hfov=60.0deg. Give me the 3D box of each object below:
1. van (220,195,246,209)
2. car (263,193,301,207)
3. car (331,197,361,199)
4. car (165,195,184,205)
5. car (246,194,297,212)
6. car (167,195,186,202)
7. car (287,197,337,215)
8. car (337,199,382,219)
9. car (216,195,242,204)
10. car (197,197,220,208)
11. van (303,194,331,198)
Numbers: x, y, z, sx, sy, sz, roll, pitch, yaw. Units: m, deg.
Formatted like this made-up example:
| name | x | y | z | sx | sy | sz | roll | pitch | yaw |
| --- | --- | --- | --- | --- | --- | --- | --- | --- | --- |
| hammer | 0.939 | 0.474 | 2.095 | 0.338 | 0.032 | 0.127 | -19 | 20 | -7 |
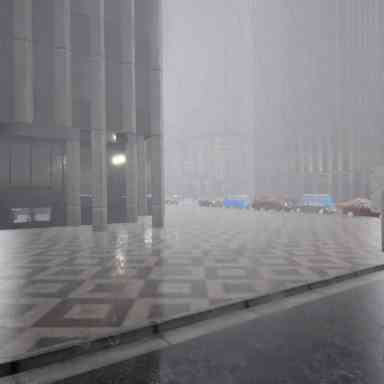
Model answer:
| name | x | y | z | sx | sy | sz | roll | pitch | yaw |
| --- | --- | --- | --- | --- | --- | --- | --- | --- | --- |
| van | 5.798 | 1.295 | 42.351 | 1.690 | 1.788 | 3.998 | -1 | 1 | -36 |
| car | 12.742 | 1.131 | 47.305 | 2.192 | 1.841 | 5.009 | -1 | 1 | -36 |
| car | 19.076 | 1.385 | 38.461 | 1.752 | 1.417 | 4.829 | -1 | 1 | -36 |
| car | -3.852 | 1.439 | 55.828 | 2.008 | 1.369 | 4.403 | -1 | 1 | -36 |
| car | 9.016 | 1.291 | 37.858 | 2.192 | 1.841 | 5.009 | -1 | 1 | -36 |
| car | -3.333 | 1.258 | 69.771 | 2.008 | 1.369 | 4.403 | -1 | 1 | -36 |
| car | 12.236 | 1.549 | 33.369 | 2.008 | 1.369 | 4.403 | -1 | 1 | -36 |
| car | 15.453 | 1.567 | 28.877 | 1.887 | 1.381 | 4.507 | -1 | 1 | -36 |
| car | 6.214 | 1.297 | 56.431 | 1.752 | 1.417 | 4.829 | -1 | 1 | -36 |
| car | 2.582 | 1.372 | 46.843 | 1.967 | 1.590 | 4.097 | -1 | 1 | -36 |
| van | 15.958 | 1.179 | 42.813 | 1.690 | 1.788 | 3.998 | -1 | 1 | -36 |
